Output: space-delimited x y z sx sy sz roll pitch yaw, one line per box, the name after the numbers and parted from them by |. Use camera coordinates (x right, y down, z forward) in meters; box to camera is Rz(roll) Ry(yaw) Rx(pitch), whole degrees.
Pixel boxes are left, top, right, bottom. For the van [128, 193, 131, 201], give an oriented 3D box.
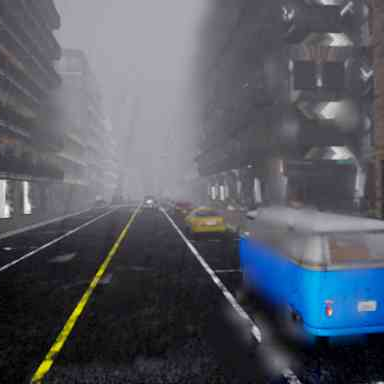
-15.799 1.285 78.131 1.690 1.788 3.998 -1 0 -7 | van

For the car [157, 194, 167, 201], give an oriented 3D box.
-6.751 1.218 73.581 1.967 1.590 4.097 -1 0 -7 | car

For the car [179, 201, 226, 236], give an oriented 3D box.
0.572 1.408 17.610 1.752 1.417 4.829 -1 0 -7 | car

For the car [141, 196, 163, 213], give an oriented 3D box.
-4.446 1.445 35.632 2.033 1.411 5.357 -1 0 -7 | car

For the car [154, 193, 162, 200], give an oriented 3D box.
-9.462 1.130 91.966 2.097 1.767 4.553 -1 0 -7 | car

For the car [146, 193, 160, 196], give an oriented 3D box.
-6.028 1.228 47.481 2.097 1.767 4.553 -1 0 -7 | car

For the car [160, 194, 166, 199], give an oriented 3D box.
-4.546 1.357 56.740 2.008 1.369 4.403 -1 0 -7 | car

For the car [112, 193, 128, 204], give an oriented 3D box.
-13.596 1.284 61.288 2.192 1.841 5.009 -1 0 -7 | car

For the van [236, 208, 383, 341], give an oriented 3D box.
2.061 1.260 6.212 1.690 1.788 3.998 -1 0 -7 | van

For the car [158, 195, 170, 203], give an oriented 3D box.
-5.280 1.347 62.355 2.008 1.369 4.403 -1 0 -7 | car

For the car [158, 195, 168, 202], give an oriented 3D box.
-6.015 1.331 67.970 1.887 1.381 4.507 -1 0 -7 | car

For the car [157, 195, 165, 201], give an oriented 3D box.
-7.484 1.353 79.198 1.802 1.307 4.206 -1 0 -7 | car

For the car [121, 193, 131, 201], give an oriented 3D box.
-16.534 1.258 83.743 2.192 1.841 5.009 -1 0 -7 | car

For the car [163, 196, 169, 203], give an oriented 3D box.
-1.608 1.391 34.281 1.887 1.381 4.507 -1 0 -7 | car

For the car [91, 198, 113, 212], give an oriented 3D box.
-10.653 1.591 38.830 1.802 1.307 4.206 -1 0 -7 | car

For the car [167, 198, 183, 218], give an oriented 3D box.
-0.874 1.401 28.668 1.887 1.381 4.507 -1 0 -7 | car
